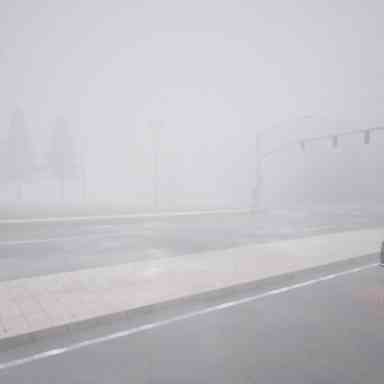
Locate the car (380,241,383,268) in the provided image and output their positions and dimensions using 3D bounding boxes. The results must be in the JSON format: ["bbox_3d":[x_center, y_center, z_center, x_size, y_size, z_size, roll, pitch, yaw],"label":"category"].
[{"bbox_3d":[6.746,1.405,8.579,4.902,1.511,2.128,-1,0,-36],"label":"car"}]
